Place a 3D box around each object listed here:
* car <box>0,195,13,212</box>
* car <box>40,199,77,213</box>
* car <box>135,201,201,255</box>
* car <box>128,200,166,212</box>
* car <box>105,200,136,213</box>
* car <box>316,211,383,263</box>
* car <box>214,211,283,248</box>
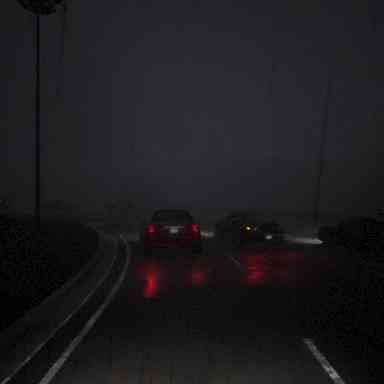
[{"bbox_3d":[-24.132,1.332,39.681,5.566,2.045,2.150,0,-1,19],"label":"car"},{"bbox_3d":[-15.817,1.601,39.311,4.902,1.511,2.128,0,-1,29],"label":"car"},{"bbox_3d":[-1.071,1.390,13.830,2.097,1.767,4.553,0,0,-12],"label":"car"},{"bbox_3d":[-5.599,1.714,41.123,4.718,1.301,1.895,0,0,39],"label":"car"},{"bbox_3d":[-7.776,1.654,38.597,5.357,1.411,2.033,0,0,37],"label":"car"},{"bbox_3d":[6.635,1.581,12.131,2.033,1.411,5.357,0,0,-8],"label":"car"},{"bbox_3d":[2.462,1.567,15.134,1.812,1.442,4.674,1,0,-13],"label":"car"}]
